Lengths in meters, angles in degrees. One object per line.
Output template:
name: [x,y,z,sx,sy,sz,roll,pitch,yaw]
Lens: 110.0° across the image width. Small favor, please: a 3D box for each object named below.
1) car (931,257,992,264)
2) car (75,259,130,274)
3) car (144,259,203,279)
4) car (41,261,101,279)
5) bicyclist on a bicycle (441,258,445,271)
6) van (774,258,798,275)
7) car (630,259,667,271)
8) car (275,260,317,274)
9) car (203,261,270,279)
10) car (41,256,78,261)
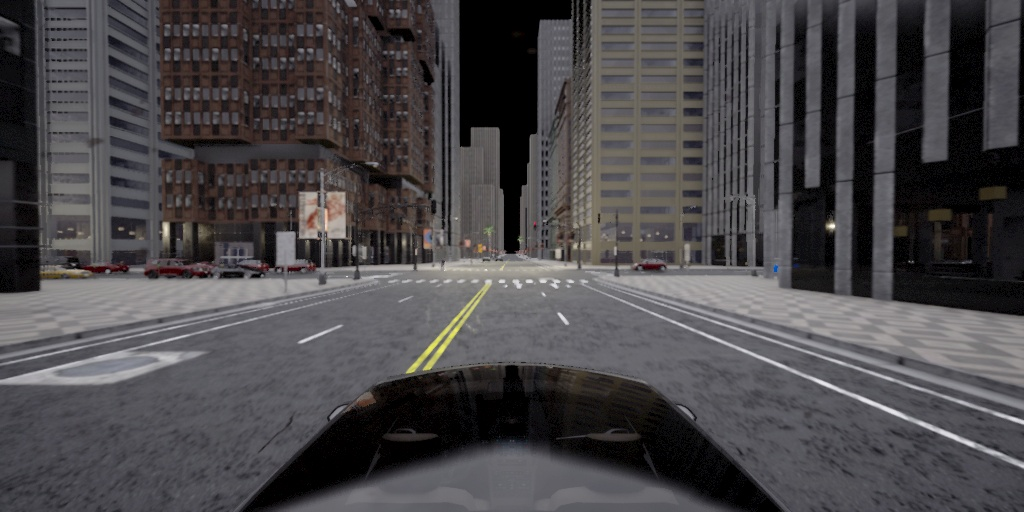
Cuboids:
car: [43.837,1.149,35.385,4.097,1.591,1.967,0,0,0]
car: [-46.430,1.338,40.919,4.507,1.381,1.888,0,0,0]
car: [-30.153,1.181,32.405,5.009,1.841,2.192,0,0,0]
car: [-40.835,1.430,32.399,4.829,1.417,1.751,0,0,0]
bicyclist on a bicycle: [-8.750,1.061,45.263,0.659,1.776,1.843,0,0,0]
van: [27.517,1.065,35.475,3.998,1.789,1.690,0,0,0]
car: [16.680,1.044,44.060,4.097,1.591,1.967,0,0,0]
car: [-24.730,1.154,40.933,4.097,1.591,1.967,0,0,0]
car: [-24.727,1.413,32.408,4.313,1.339,1.948,0,0,0]
car: [-49.247,1.069,38.145,5.566,2.045,2.150,0,1,1]
